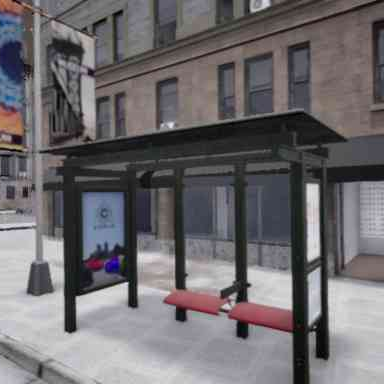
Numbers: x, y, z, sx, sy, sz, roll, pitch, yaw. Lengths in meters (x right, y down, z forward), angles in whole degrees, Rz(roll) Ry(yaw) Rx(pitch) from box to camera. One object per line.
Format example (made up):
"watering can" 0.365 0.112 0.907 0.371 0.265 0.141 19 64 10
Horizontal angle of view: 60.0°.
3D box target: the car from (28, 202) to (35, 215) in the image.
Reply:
"car" -14.086 1.470 34.666 2.097 1.767 4.553 -1 -1 36

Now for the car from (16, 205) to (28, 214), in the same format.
"car" -16.850 1.730 36.358 1.994 1.385 4.181 -1 -1 36
